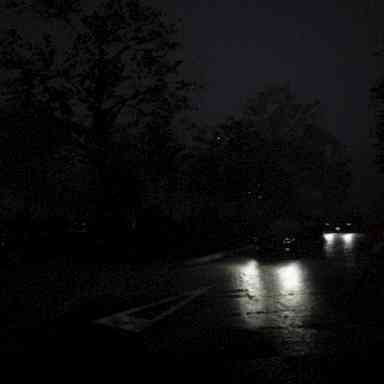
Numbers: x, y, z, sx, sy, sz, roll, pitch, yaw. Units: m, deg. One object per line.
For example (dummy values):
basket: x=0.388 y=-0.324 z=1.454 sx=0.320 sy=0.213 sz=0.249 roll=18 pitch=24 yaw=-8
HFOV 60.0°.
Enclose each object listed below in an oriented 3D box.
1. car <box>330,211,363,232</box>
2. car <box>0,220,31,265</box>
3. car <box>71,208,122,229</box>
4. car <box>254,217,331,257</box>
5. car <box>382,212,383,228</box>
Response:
car: x=11.574 y=2.172 z=25.136 sx=2.033 sy=1.411 sz=5.357 roll=-5 pitch=-3 yaw=35
car: x=-8.312 y=1.825 z=11.784 sx=2.185 sy=1.767 sz=4.553 roll=-1 pitch=-2 yaw=35
car: x=-9.831 y=2.744 z=34.861 sx=2.150 sy=2.045 sz=5.566 roll=-5 pitch=-3 yaw=35
car: x=4.562 y=1.931 z=15.278 sx=1.882 sy=1.535 sz=5.008 roll=-5 pitch=-4 yaw=36
car: x=16.206 y=1.964 z=26.284 sx=1.837 sy=1.490 sz=4.892 roll=-5 pitch=-4 yaw=35
